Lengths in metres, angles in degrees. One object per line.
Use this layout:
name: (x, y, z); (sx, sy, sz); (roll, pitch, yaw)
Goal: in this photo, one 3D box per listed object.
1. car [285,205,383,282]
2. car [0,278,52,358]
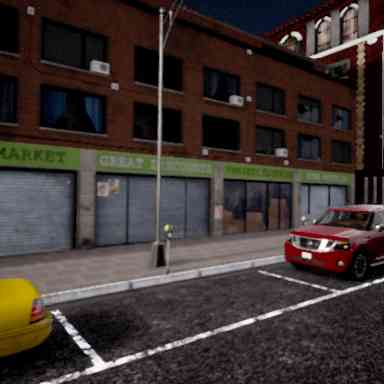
car: (5.046, 1.343, 10.136); (5.009, 1.841, 2.192); (0, 1, -35)
car: (-4.166, 1.521, 3.574); (4.829, 1.417, 1.752); (0, 1, -35)
